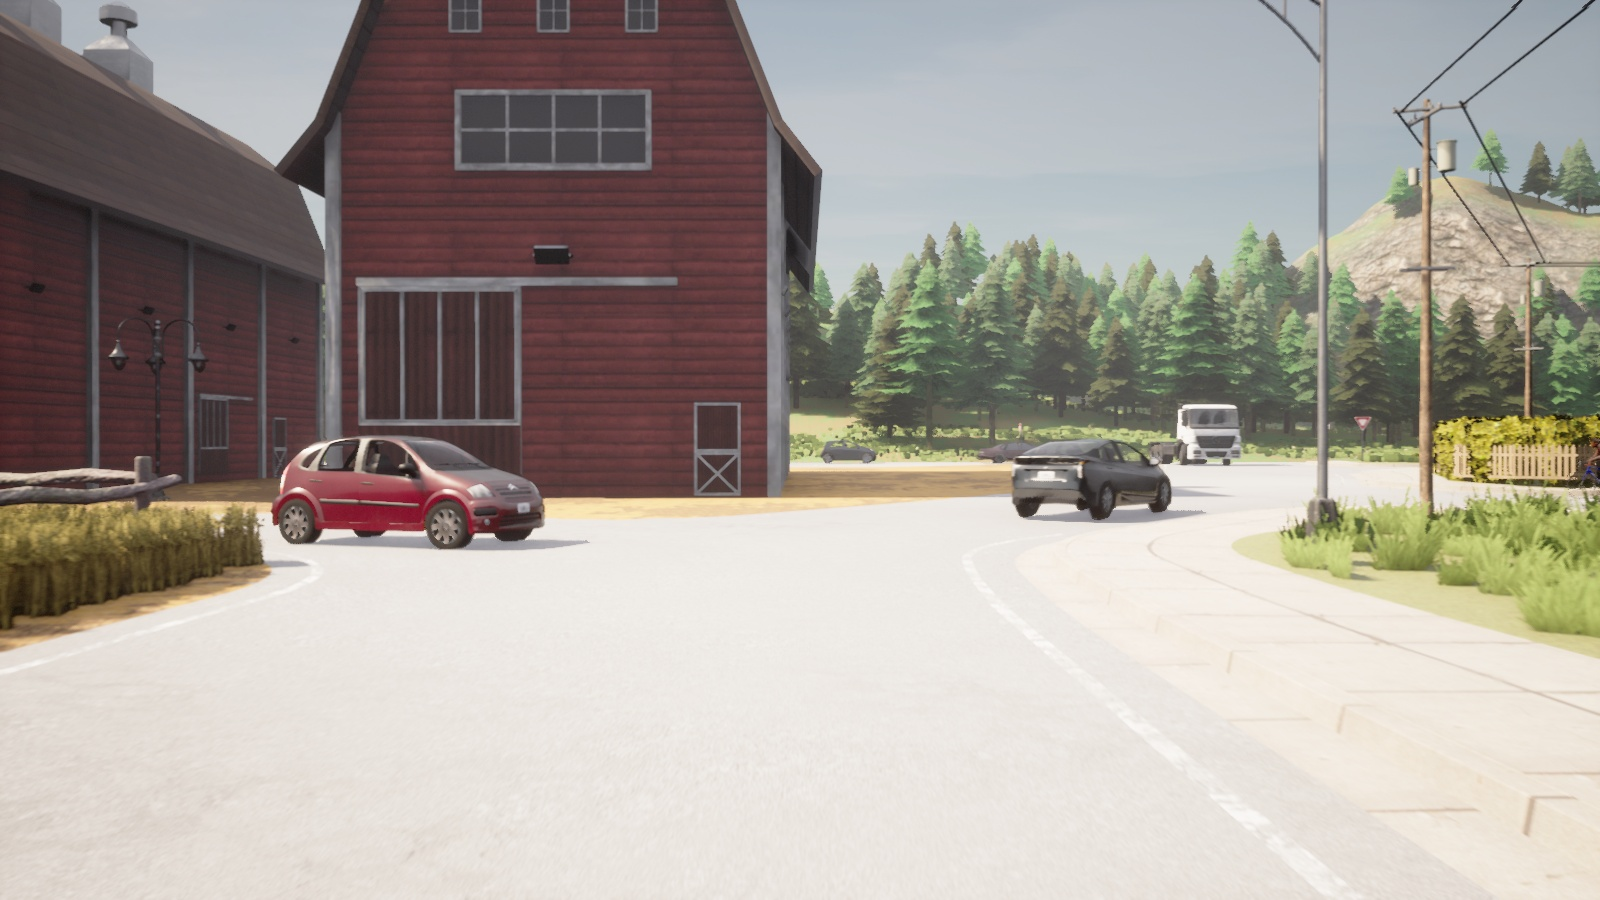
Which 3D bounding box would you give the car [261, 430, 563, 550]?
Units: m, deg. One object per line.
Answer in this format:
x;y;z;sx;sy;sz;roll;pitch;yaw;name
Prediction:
-5.731;0.532;18.578;3.988;1.617;1.851;0;0;22;car

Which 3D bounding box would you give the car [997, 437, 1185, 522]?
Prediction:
5.893;0.508;25.032;2.007;1.525;4.514;0;1;36;car

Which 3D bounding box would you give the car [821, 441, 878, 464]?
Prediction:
3.202;0.166;81.220;3.633;1.501;1.845;0;0;1;car

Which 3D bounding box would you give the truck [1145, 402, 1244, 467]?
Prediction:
22.202;-0.842;71.136;2.891;3.462;7.936;0;0;-2;truck

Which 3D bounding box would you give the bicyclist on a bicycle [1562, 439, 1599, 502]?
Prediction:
20.738;0.531;32.497;1.656;1.620;0.582;1;-1;21;bicyclist on a bicycle

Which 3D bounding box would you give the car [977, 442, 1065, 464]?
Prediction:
14.212;0.208;81.068;5.357;1.411;2.033;0;0;2;car
